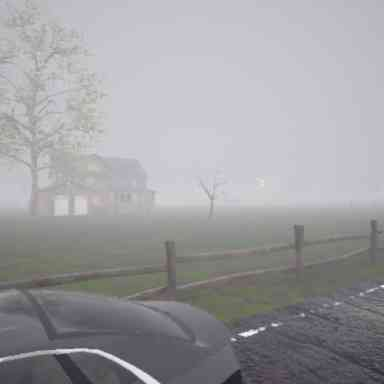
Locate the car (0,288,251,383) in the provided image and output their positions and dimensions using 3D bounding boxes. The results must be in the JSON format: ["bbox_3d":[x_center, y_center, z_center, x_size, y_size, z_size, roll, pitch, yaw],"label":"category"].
[{"bbox_3d":[-1.825,1.503,1.764,4.892,1.490,1.837,-1,0,-35],"label":"car"}]
